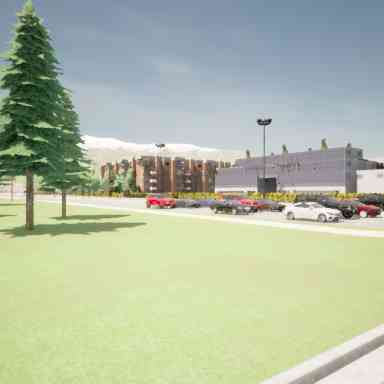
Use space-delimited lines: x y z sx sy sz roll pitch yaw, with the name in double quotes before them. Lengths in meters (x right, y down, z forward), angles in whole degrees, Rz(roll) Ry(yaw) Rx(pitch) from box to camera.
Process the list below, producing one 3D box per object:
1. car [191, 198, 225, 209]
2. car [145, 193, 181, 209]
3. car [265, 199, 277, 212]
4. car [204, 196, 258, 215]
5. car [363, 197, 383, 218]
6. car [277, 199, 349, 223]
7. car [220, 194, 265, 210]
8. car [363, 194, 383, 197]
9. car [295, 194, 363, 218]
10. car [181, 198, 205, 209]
"car" 2.194 1.547 47.600 2.033 1.411 5.357 0 0 -35
"car" -4.219 1.220 44.524 2.150 2.045 5.566 0 0 -36
"car" 8.518 1.547 38.914 2.033 1.411 5.357 0 0 -36
"car" 3.832 1.492 33.467 2.128 1.511 4.902 0 0 -36
"car" 14.605 1.478 30.598 1.882 1.535 5.008 0 0 -36
"car" 9.319 1.526 26.006 1.812 1.442 4.674 0 0 -35
"car" 5.168 1.221 37.571 2.150 2.045 5.566 0 0 -36
"car" 19.866 1.220 37.291 2.150 2.045 5.566 0 0 -36
"car" 11.415 1.221 29.029 2.150 2.045 5.566 0 0 -36
"car" -0.928 1.547 45.940 2.033 1.411 5.357 0 0 -36
